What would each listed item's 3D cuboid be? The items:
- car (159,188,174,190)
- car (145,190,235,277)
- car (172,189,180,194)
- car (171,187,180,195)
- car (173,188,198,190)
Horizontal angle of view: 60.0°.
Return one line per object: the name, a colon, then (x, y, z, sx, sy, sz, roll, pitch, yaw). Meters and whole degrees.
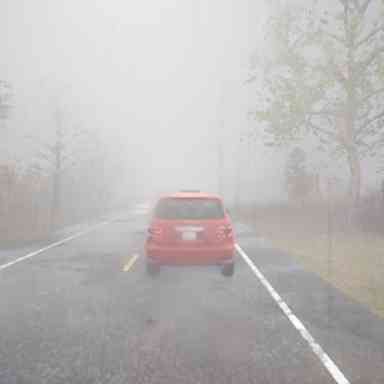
car: (-4.165, 0.358, 51.233, 2.150, 2.045, 5.566, 0, 1, -3)
car: (-0.008, 1.049, 9.908, 2.150, 2.045, 5.566, 0, 0, 1)
car: (-4.246, -0.129, 88.705, 2.033, 1.411, 5.357, 0, 1, -1)
car: (-4.064, -0.235, 81.263, 2.097, 1.767, 4.553, 0, 1, -2)
car: (-0.114, 0.772, 27.345, 2.150, 2.045, 5.566, 0, 1, 0)
